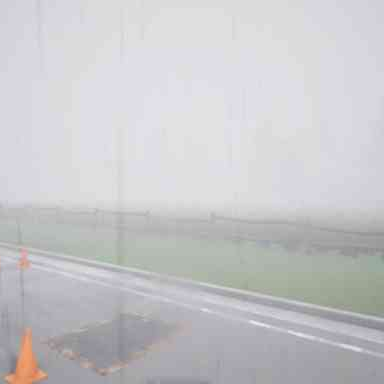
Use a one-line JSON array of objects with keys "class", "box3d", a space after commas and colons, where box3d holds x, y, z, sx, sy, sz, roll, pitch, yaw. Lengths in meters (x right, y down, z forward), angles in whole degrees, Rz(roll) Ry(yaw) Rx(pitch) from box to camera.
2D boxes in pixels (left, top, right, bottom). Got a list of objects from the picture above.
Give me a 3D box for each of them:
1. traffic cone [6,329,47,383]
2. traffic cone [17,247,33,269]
[{"class": "traffic cone", "box3d": [-2.007, 1.962, 4.044, 0.340, 0.580, 0.340, 0, 0, 37]}, {"class": "traffic cone", "box3d": [-5.043, 1.969, 10.026, 0.340, 0.580, 0.340, 0, 0, 37]}]
